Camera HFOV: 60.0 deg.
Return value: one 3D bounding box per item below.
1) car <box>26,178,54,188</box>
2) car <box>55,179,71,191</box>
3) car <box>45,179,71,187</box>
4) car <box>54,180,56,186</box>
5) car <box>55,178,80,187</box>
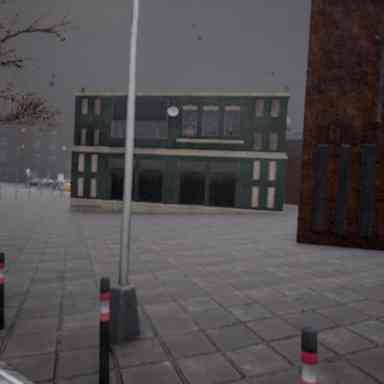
[{"bbox_3d":[-29.161,-1.822,62.751,4.553,1.767,2.185,4,3,20],"label":"car"},{"bbox_3d":[-19.195,-0.836,53.871,1.882,1.535,5.008,4,3,19],"label":"car"},{"bbox_3d":[-27.325,-1.802,67.958,4.674,1.452,2.002,4,3,20],"label":"car"},{"bbox_3d":[-28.265,-1.769,65.367,5.008,1.535,2.097,4,3,20],"label":"car"},{"bbox_3d":[-26.355,-2.040,70.533,4.553,1.767,2.185,4,3,20],"label":"car"}]
